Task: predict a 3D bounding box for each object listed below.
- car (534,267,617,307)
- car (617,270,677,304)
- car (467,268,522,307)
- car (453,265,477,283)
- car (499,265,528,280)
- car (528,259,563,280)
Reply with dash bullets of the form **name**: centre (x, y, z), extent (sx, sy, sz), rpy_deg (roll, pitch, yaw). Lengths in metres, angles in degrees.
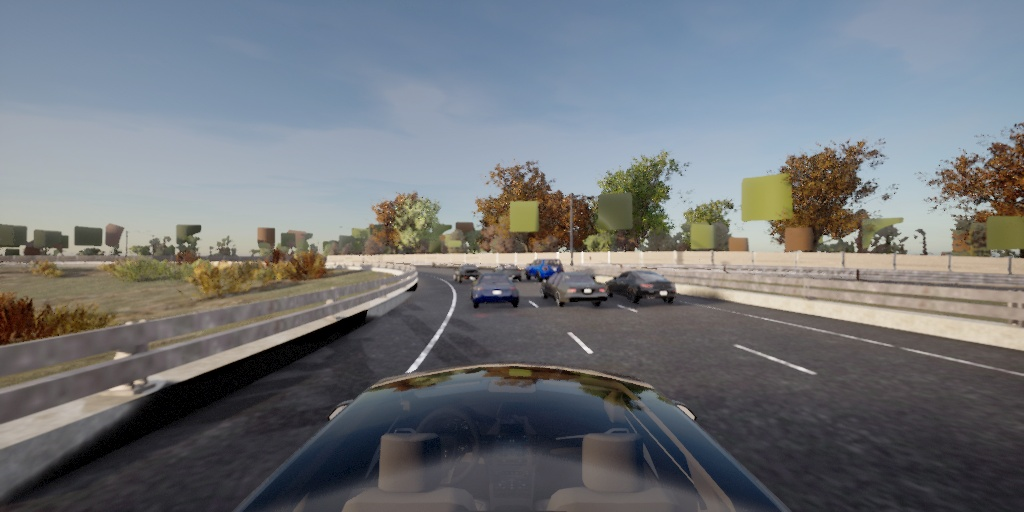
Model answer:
- **car**: centre (2.640, 1.431, 16.495), extent (2.033, 1.411, 5.357), rpy_deg (0, -1, -7)
- **car**: centre (6.054, 1.414, 17.333), extent (1.812, 1.442, 4.674), rpy_deg (0, 0, -8)
- **car**: centre (-0.875, 1.450, 16.370), extent (1.994, 1.385, 4.181), rpy_deg (0, 0, -8)
- **car**: centre (-3.928, 1.534, 31.288), extent (1.837, 1.490, 4.892), rpy_deg (0, 0, -16)
- **car**: centre (-0.553, 1.524, 32.213), extent (2.128, 1.511, 4.902), rpy_deg (0, 0, -16)
- **car**: centre (2.897, 1.252, 32.895), extent (2.150, 2.045, 5.566), rpy_deg (0, 0, -16)
